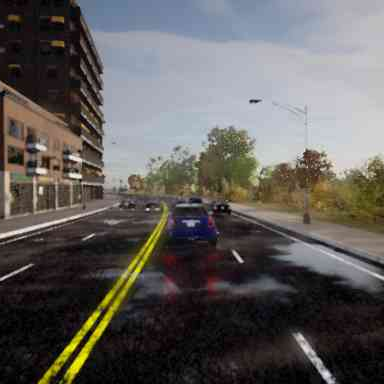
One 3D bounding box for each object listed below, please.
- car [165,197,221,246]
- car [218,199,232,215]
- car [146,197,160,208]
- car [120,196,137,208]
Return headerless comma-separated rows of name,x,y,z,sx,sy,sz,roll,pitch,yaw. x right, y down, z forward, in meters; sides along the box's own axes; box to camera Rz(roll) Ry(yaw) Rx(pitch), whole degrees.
car,-0.092,1.297,15.268,2.097,1.767,4.553,0,0,-2
car,2.497,1.411,31.517,2.033,1.411,5.357,0,0,-4
car,-5.213,1.394,44.938,2.033,1.411,5.357,0,0,-4
car,-8.456,1.358,44.567,2.128,1.511,4.902,0,0,-5
